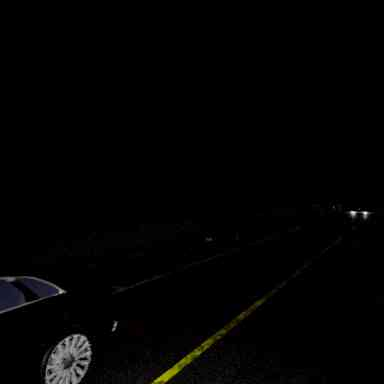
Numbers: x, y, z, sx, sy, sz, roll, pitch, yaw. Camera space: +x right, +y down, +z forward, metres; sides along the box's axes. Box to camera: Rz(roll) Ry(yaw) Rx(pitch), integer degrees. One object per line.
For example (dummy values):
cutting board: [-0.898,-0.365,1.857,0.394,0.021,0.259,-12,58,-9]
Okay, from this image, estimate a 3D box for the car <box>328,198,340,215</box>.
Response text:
car: [13.526,1.567,34.153,1.947,1.339,4.313,0,0,32]

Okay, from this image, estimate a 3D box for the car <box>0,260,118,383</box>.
car: [-2.858,1.491,2.985,2.128,1.511,4.902,0,0,32]

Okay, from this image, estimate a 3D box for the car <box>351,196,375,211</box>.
car: [20.718,1.592,40.656,2.033,1.411,5.357,0,0,32]

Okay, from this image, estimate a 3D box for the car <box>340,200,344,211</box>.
car: [16.446,1.442,38.843,1.967,1.590,4.097,0,0,32]

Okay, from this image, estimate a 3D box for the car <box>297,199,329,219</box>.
car: [10.605,1.583,29.463,1.802,1.307,4.206,0,0,32]

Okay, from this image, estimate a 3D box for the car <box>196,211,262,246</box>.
car: [1.844,1.566,15.392,1.947,1.339,4.313,0,0,32]
